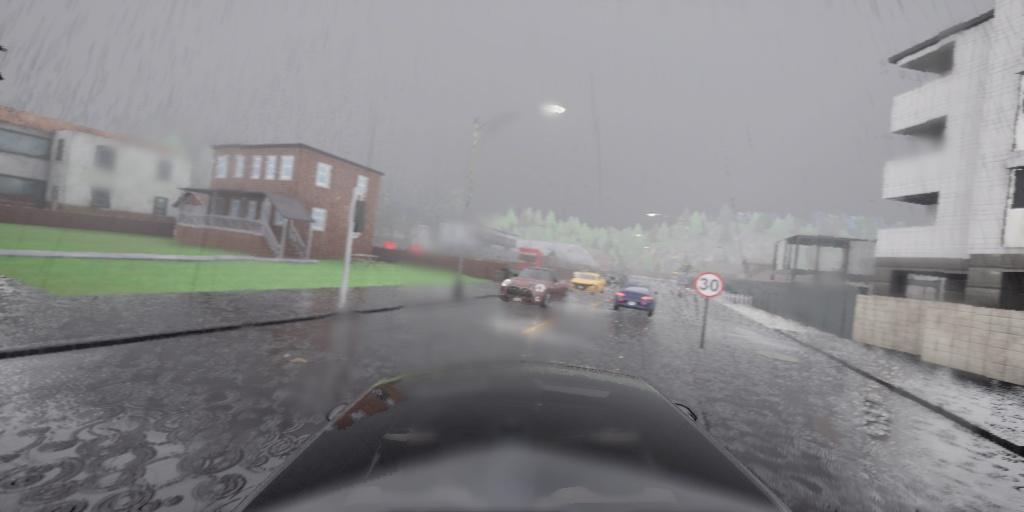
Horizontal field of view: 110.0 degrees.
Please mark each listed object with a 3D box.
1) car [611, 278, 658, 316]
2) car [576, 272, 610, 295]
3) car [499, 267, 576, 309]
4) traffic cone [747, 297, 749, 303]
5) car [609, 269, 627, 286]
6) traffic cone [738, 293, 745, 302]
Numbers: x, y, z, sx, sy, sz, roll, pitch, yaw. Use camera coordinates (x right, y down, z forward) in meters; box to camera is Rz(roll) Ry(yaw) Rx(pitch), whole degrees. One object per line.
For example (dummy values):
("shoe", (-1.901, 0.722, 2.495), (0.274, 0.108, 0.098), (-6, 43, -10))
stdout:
("car", (6.453, 2.144, 18.587), (1.812, 1.442, 4.674), (7, 0, 24))
("car", (5.859, 2.046, 27.474), (1.882, 1.535, 5.008), (7, 0, 24))
("car", (1.209, 1.316, 16.680), (2.097, 1.767, 4.553), (7, 0, 24))
("traffic cone", (30.894, 5.423, 46.771), (0.344, 0.586, 0.344), (0, 0, 24))
("car", (12.191, 2.609, 41.924), (2.150, 2.045, 5.566), (7, -1, 24))
("traffic cone", (29.570, 5.289, 46.216), (0.344, 0.586, 0.344), (0, 0, 24))
